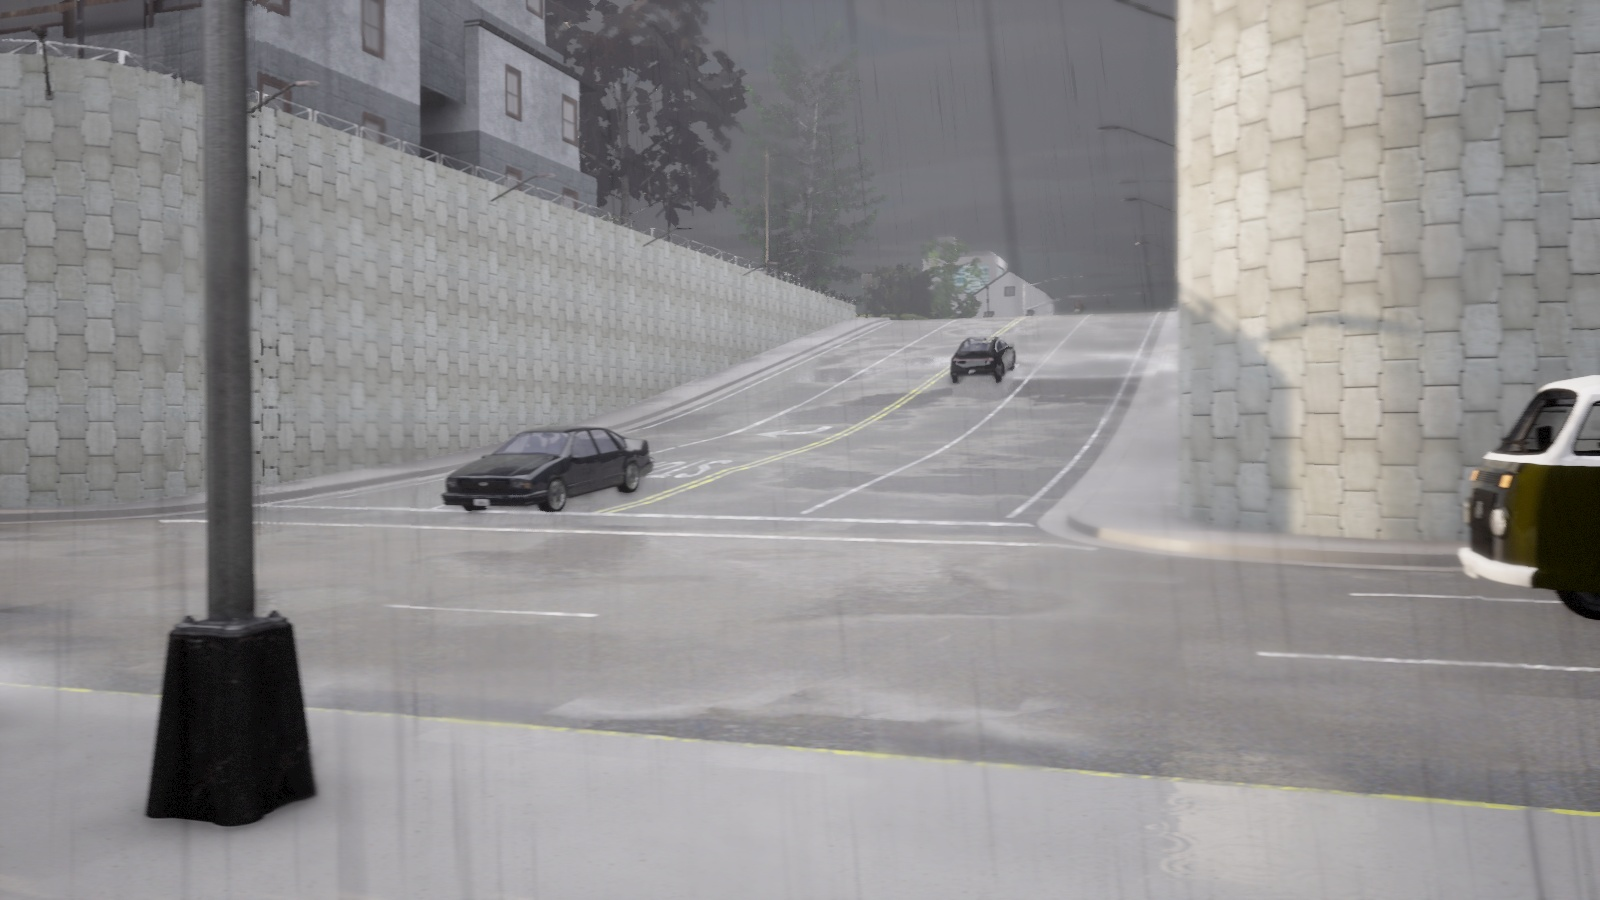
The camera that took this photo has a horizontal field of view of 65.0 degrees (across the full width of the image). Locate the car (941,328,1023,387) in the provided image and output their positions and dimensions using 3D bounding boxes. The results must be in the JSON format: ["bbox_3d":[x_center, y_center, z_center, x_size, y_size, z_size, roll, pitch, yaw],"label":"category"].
[{"bbox_3d":[6.885,-3.506,47.080,2.128,1.511,4.902,1,12,19],"label":"car"}]

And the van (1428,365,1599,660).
[{"bbox_3d":[7.248,0.430,9.190,4.480,2.038,2.069,1,1,19],"label":"van"}]

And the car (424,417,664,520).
[{"bbox_3d":[-4.681,0.235,24.012,2.033,1.411,5.357,1,5,19],"label":"car"}]
